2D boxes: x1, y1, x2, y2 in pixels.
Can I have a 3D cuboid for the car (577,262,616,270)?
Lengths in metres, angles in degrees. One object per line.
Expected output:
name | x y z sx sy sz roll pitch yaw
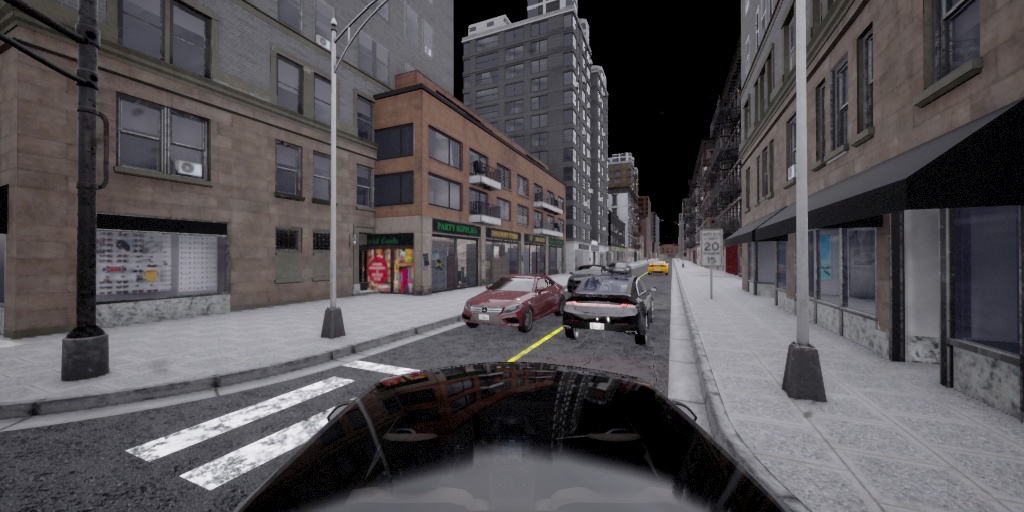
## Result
car | 4.558 1.269 20.673 1.837 1.490 4.892 0 0 24

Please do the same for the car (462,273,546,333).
car | 0.304 1.288 11.169 1.812 1.442 4.674 0 0 26

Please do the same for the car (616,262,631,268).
car | 9.291 1.240 31.227 1.882 1.535 5.008 0 0 24

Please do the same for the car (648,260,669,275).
car | 15.913 1.226 38.932 1.882 1.535 5.008 0 0 24

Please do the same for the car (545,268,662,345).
car | 2.754 1.245 9.663 2.128 1.511 4.902 0 0 24
